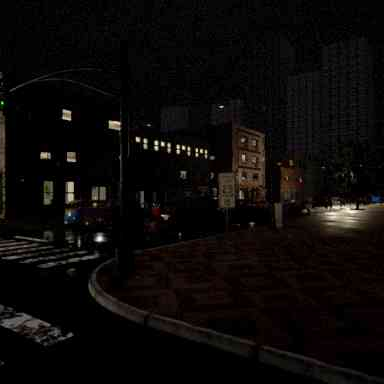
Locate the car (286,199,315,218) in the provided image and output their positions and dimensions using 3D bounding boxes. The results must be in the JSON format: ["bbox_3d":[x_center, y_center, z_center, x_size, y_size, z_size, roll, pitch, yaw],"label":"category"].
[{"bbox_3d":[9.718,1.657,31.313,1.947,1.339,4.313,-1,-1,35],"label":"car"}]

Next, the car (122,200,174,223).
[{"bbox_3d":[-3.509,1.530,27.138,1.967,1.590,4.097,-1,-1,35],"label":"car"}]

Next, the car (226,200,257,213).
[{"bbox_3d":[6.070,1.700,40.661,2.008,1.369,4.403,-1,-1,35],"label":"car"}]

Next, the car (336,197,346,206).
[{"bbox_3d":[25.356,1.828,57.867,1.895,1.301,4.718,0,0,36],"label":"car"}]

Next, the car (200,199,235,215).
[{"bbox_3d":[2.877,1.569,36.155,1.967,1.590,4.097,-1,-1,35],"label":"car"}]

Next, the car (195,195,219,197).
[{"bbox_3d":[1.117,1.315,29.184,2.150,2.045,5.566,0,0,35],"label":"car"}]

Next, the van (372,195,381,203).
[{"bbox_3d":[44.837,1.694,80.903,1.690,1.788,3.998,-1,-1,35],"label":"van"}]

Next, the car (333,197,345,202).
[{"bbox_3d":[37.998,1.935,85.741,1.887,1.381,4.507,-1,-1,35],"label":"car"}]

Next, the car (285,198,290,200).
[{"bbox_3d":[15.549,1.741,54.046,1.752,1.417,4.829,-1,-1,35],"label":"car"}]

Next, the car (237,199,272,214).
[{"bbox_3d":[7.159,1.609,37.694,1.882,1.535,5.008,0,0,36],"label":"car"}]

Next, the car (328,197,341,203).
[{"bbox_3d":[34.805,1.914,81.233,2.008,1.369,4.403,-1,-1,35],"label":"car"}]

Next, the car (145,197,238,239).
[{"bbox_3d":[0.138,1.349,17.790,2.192,1.841,5.009,-1,-1,35],"label":"car"}]

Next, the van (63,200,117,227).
[{"bbox_3d":[-6.701,1.413,22.631,1.690,1.788,3.998,-1,0,35],"label":"van"}]

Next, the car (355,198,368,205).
[{"bbox_3d":[32.067,1.801,62.868,2.008,1.369,4.403,-1,-1,35],"label":"car"}]

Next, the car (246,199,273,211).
[{"bbox_3d":[9.263,1.722,45.169,2.008,1.369,4.403,-1,-1,35],"label":"car"}]

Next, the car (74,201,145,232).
[{"bbox_3d":[-4.584,1.538,21.137,1.882,1.535,5.008,0,0,35],"label":"car"}]

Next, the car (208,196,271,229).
[{"bbox_3d":[3.331,1.367,22.298,2.192,1.841,5.009,-1,-1,35],"label":"car"}]

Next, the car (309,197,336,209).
[{"bbox_3d":[19.485,1.536,49.578,2.097,1.767,4.553,0,0,35],"label":"car"}]

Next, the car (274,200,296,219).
[{"bbox_3d":[6.525,1.616,26.804,1.887,1.381,4.507,-1,-1,35],"label":"car"}]
